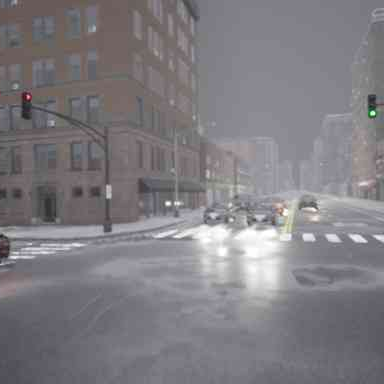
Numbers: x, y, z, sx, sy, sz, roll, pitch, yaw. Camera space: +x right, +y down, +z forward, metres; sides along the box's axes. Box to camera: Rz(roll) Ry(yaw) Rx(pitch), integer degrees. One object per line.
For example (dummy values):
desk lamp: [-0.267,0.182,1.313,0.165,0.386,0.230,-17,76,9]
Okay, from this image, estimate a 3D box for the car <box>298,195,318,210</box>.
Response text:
car: [13.619,1.135,39.239,2.097,1.767,4.553,-1,0,18]

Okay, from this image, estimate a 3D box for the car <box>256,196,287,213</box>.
car: [7.640,1.242,31.690,2.097,1.767,4.553,-1,0,18]

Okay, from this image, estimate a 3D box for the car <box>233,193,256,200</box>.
car: [5.369,1.156,35.254,2.150,2.045,5.566,-1,0,18]

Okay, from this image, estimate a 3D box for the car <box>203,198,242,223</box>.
car: [2.187,1.478,25.249,2.128,1.511,4.902,-1,0,17]

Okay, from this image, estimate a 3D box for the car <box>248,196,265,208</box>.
car: [9.222,1.376,47.343,1.837,1.490,4.892,-1,0,18]

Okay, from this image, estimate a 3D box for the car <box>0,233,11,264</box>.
car: [-8.179,1.780,10.907,4.892,1.490,1.837,-3,-2,23]

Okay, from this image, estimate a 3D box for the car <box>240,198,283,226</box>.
car: [4.888,1.426,22.938,2.128,1.511,4.902,-1,0,17]

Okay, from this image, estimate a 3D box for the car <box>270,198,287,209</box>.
car: [11.194,1.432,42.850,1.895,1.301,4.718,-1,0,18]
